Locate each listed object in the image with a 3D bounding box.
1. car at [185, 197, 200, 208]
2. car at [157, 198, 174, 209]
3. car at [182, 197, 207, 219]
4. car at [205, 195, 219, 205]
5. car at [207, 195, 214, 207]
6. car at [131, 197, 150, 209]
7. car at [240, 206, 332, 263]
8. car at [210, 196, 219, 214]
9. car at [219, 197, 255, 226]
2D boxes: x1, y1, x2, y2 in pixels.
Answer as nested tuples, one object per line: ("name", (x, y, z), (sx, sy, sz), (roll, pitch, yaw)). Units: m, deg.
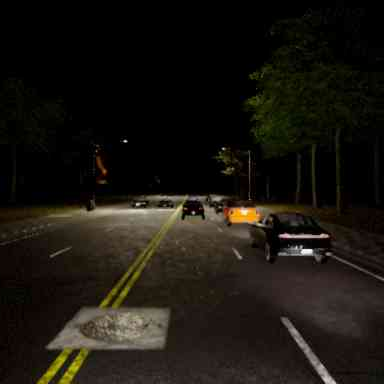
("car", (0.107, 1.397, 47.847), (2.033, 1.411, 5.357), (0, 0, 0))
("car", (-3.331, 1.436, 42.613), (1.994, 1.385, 4.181), (0, 0, 0))
("car", (0.103, 1.454, 28.348), (1.812, 1.442, 4.674), (0, 0, 0))
("car", (3.255, 1.310, 55.828), (2.128, 1.511, 4.902), (0, 0, 0))
("car", (3.254, 1.410, 44.828), (2.033, 1.411, 5.357), (0, 0, 0))
("car", (-6.580, 1.362, 43.024), (2.128, 1.511, 4.902), (0, 0, 0))
("car", (3.251, 1.468, 11.829), (2.128, 1.511, 4.902), (0, 0, 0))
("car", (3.253, 1.454, 33.828), (2.033, 1.411, 5.357), (0, 0, 0))
("car", (3.252, 1.299, 22.798), (2.097, 1.767, 4.553), (0, 0, 0))
